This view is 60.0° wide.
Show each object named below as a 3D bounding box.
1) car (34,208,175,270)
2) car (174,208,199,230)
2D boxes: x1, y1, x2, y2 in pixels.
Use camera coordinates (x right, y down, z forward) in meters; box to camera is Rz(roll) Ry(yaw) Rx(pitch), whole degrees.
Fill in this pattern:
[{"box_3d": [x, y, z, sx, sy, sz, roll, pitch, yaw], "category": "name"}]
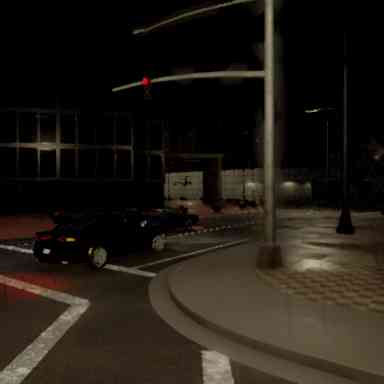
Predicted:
[{"box_3d": [-2.822, 1.483, 11.358, 1.882, 1.535, 5.008, -2, -1, 29], "category": "car"}, {"box_3d": [-1.690, 1.605, 18.919, 1.895, 1.301, 4.718, 0, 0, 36], "category": "car"}]
